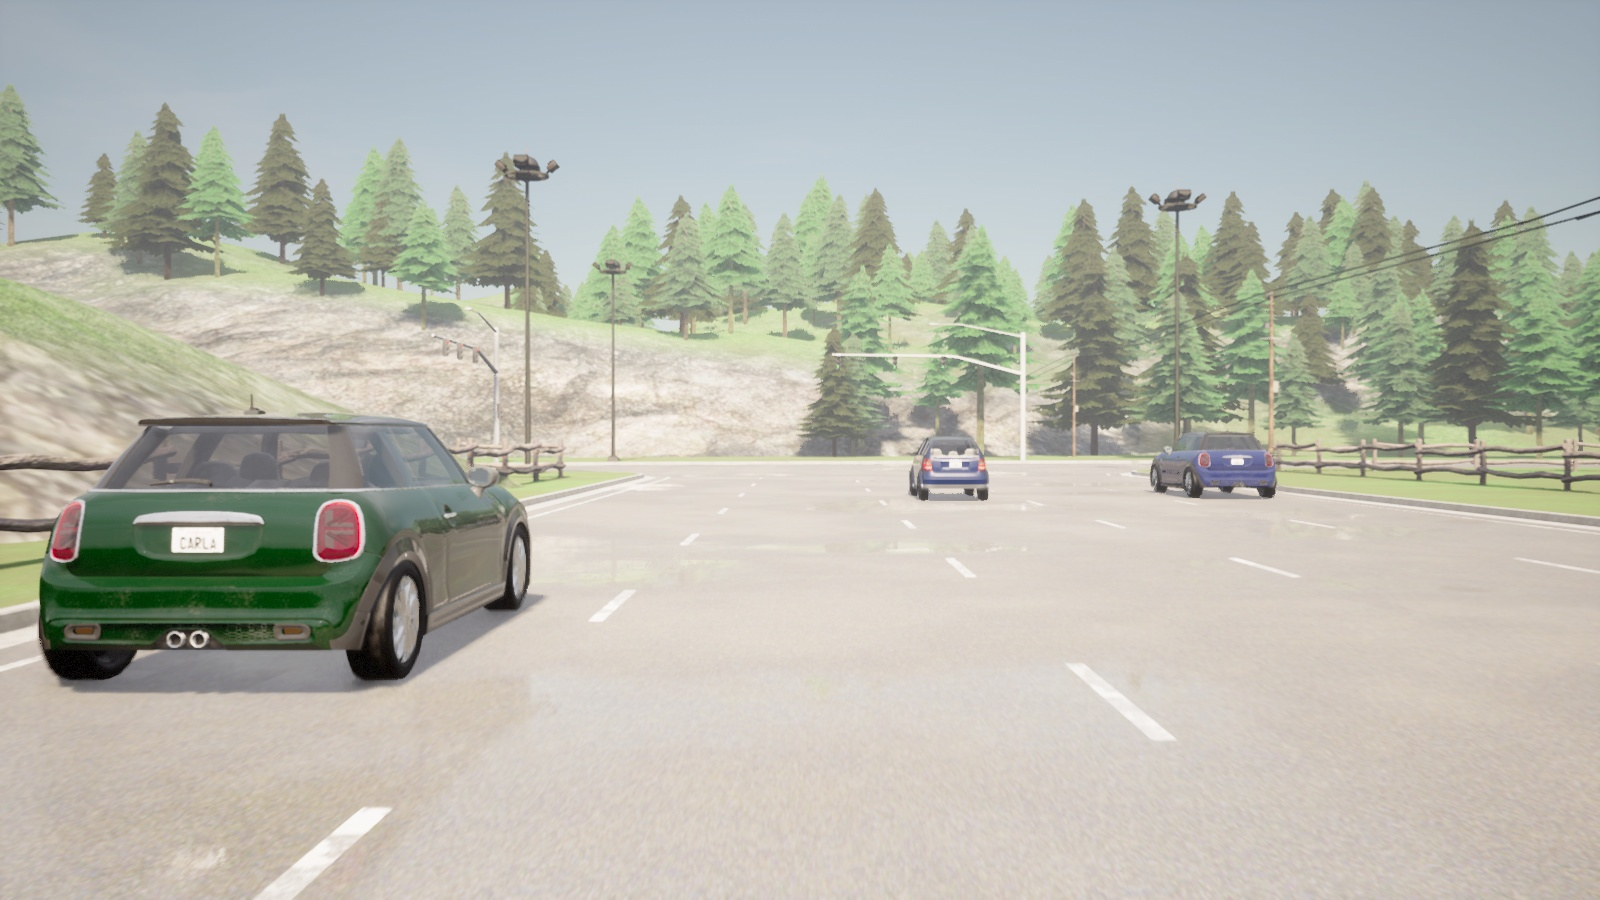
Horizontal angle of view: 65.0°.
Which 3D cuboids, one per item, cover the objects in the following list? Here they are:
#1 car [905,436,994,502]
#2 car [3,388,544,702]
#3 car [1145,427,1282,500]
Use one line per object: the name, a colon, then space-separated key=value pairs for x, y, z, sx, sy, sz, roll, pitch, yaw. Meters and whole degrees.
car: x=3.693 y=0.436 z=31.580 sx=1.789 sy=1.549 sz=3.705 roll=0 pitch=1 yaw=0
car: x=-3.432 y=0.515 z=9.358 sx=2.097 sy=1.767 sz=4.553 roll=0 pitch=1 yaw=0
car: x=10.701 y=0.311 z=32.862 sx=2.097 sy=1.767 sz=4.553 roll=0 pitch=1 yaw=0
